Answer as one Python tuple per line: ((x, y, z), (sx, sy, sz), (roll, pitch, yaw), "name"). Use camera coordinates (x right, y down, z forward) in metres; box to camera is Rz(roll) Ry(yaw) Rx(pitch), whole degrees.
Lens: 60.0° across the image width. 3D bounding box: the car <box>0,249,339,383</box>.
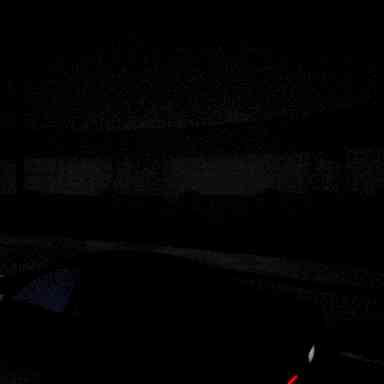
((-1.035, 1.525, 4.386), (5.357, 1.411, 2.033), (0, 0, 32), "car")
